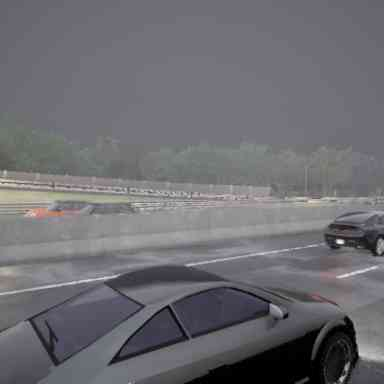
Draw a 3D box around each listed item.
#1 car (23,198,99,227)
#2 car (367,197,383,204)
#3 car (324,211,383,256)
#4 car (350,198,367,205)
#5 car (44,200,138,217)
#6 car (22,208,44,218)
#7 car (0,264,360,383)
[{"bbox_3d":[-9.119,1.357,23.283,4.553,1.767,2.097,0,0,-35],"label":"car"},{"bbox_3d":[25.494,1.431,43.656,4.553,1.767,2.097,0,0,-35],"label":"car"},{"bbox_3d":[7.228,1.516,13.204,4.892,1.490,1.837,0,0,-35],"label":"car"},{"bbox_3d":[24.168,1.608,47.006,4.674,1.442,1.812,0,0,-35],"label":"car"},{"bbox_3d":[-5.016,1.356,17.611,4.553,1.767,2.097,0,0,-36],"label":"car"},{"bbox_3d":[-7.734,1.356,19.973,4.553,1.767,2.097,0,0,-36],"label":"car"},{"bbox_3d":[0.032,1.565,3.770,4.181,1.385,1.994,0,0,-36],"label":"car"}]
